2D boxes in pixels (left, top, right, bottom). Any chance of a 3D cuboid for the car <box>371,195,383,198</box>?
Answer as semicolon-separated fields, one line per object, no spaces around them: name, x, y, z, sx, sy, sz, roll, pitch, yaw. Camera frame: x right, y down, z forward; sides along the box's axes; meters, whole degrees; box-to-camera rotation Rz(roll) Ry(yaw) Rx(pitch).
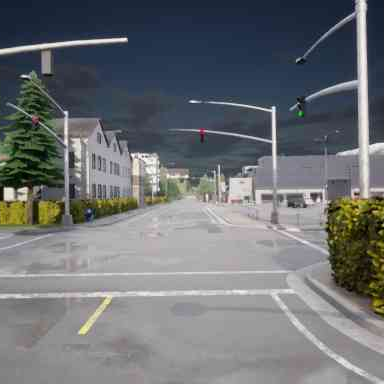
car;19.127;1.183;31.256;1.905;1.878;3.866;-1;-1;0

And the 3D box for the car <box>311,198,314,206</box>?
car;19.090;1.573;56.182;1.970;1.475;3.806;-1;-1;0

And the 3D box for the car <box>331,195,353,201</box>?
car;25.504;1.398;56.519;2.152;1.636;5.027;-1;-1;0

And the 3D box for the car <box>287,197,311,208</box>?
car;15.442;1.629;49.125;2.007;1.523;4.514;-1;-1;0
